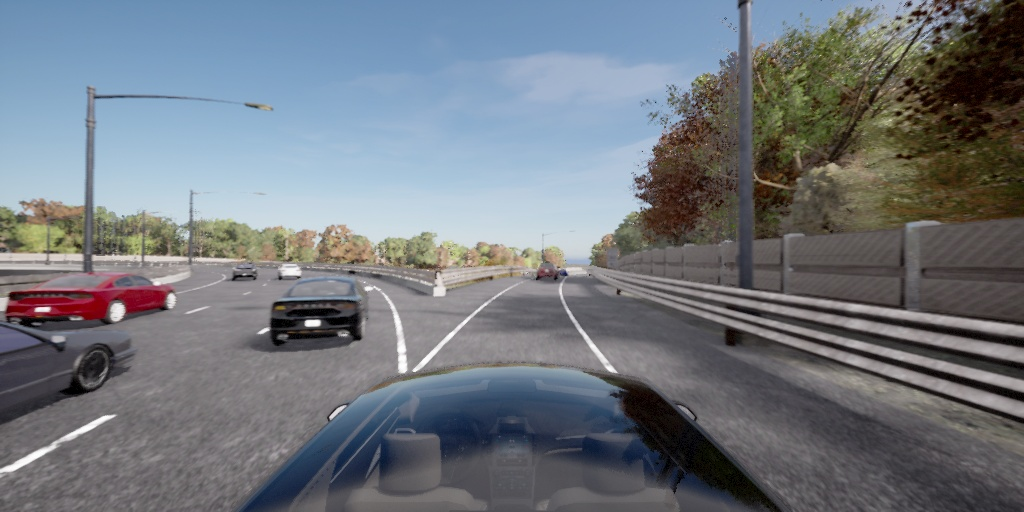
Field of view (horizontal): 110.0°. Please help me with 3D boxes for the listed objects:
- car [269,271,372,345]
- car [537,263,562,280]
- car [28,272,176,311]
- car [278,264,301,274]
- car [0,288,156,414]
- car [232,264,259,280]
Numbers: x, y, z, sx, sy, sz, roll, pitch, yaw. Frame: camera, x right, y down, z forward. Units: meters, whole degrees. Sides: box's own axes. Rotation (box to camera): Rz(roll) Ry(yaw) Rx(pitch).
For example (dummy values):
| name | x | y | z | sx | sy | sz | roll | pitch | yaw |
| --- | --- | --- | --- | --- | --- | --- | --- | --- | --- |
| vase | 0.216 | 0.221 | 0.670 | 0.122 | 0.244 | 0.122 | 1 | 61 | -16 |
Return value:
| name | x | y | z | sx | sy | sz | roll | pitch | yaw |
| --- | --- | --- | --- | --- | --- | --- | --- | --- | --- |
| car | -5.018 | 1.291 | 9.920 | 1.882 | 1.535 | 5.008 | 1 | -1 | -19 |
| car | 3.803 | 1.532 | 37.459 | 2.097 | 1.767 | 4.553 | 0 | -1 | 10 |
| car | -13.113 | 1.267 | 11.663 | 1.882 | 1.535 | 5.008 | 1 | -1 | -21 |
| car | -22.090 | 1.530 | 35.635 | 1.812 | 1.442 | 4.674 | 1 | -1 | -34 |
| car | -6.536 | 1.282 | 3.451 | 2.033 | 1.411 | 5.357 | 1 | -1 | -16 |
| car | -25.020 | 1.460 | 33.724 | 2.128 | 1.511 | 4.902 | 1 | -1 | -35 |
